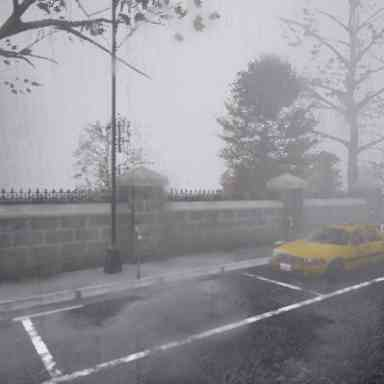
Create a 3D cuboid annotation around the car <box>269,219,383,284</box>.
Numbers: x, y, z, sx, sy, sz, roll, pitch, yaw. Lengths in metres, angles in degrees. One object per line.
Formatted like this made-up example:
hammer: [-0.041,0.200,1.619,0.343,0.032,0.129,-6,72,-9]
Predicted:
car: [4.270,1.524,9.604,4.829,1.417,1.752,0,0,-36]
